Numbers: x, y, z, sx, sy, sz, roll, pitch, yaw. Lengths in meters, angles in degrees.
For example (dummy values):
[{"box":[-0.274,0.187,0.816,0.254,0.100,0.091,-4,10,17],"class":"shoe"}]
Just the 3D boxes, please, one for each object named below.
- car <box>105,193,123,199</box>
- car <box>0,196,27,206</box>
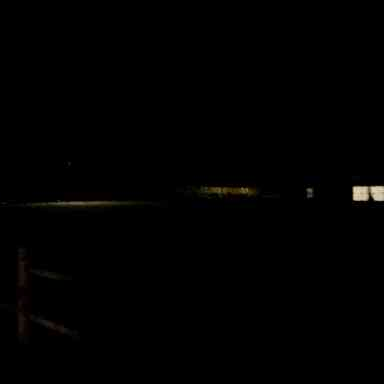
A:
[{"box":[-17.069,0.940,72.779,1.994,1.385,4.181,0,0,31],"class":"car"},{"box":[-27.347,1.347,50.115,1.837,1.490,4.892,0,0,31],"class":"car"}]
